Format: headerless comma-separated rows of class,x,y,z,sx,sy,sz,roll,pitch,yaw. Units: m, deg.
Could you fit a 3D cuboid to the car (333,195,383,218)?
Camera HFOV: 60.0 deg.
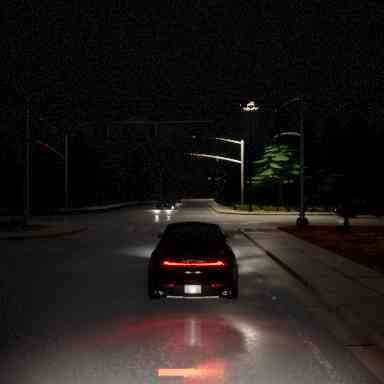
car,15.543,1.251,29.586,5.566,2.045,2.150,0,0,1

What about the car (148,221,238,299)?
car,0.032,1.502,8.437,1.837,1.490,4.892,0,0,0

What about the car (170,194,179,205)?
car,-3.685,1.553,54.823,2.033,1.411,5.357,0,0,0

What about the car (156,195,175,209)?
car,-3.681,1.509,44.377,1.837,1.490,4.892,0,0,0

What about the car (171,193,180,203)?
car,-3.521,1.226,67.175,2.150,2.045,5.566,0,0,1
